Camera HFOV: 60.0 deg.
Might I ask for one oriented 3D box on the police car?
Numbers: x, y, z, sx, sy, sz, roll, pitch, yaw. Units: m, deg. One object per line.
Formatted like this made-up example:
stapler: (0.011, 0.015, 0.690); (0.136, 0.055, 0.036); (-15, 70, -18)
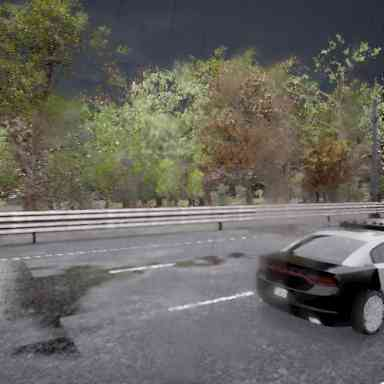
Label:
police car: (3.646, 1.434, 6.757); (5.238, 1.638, 1.930); (0, 0, -31)
